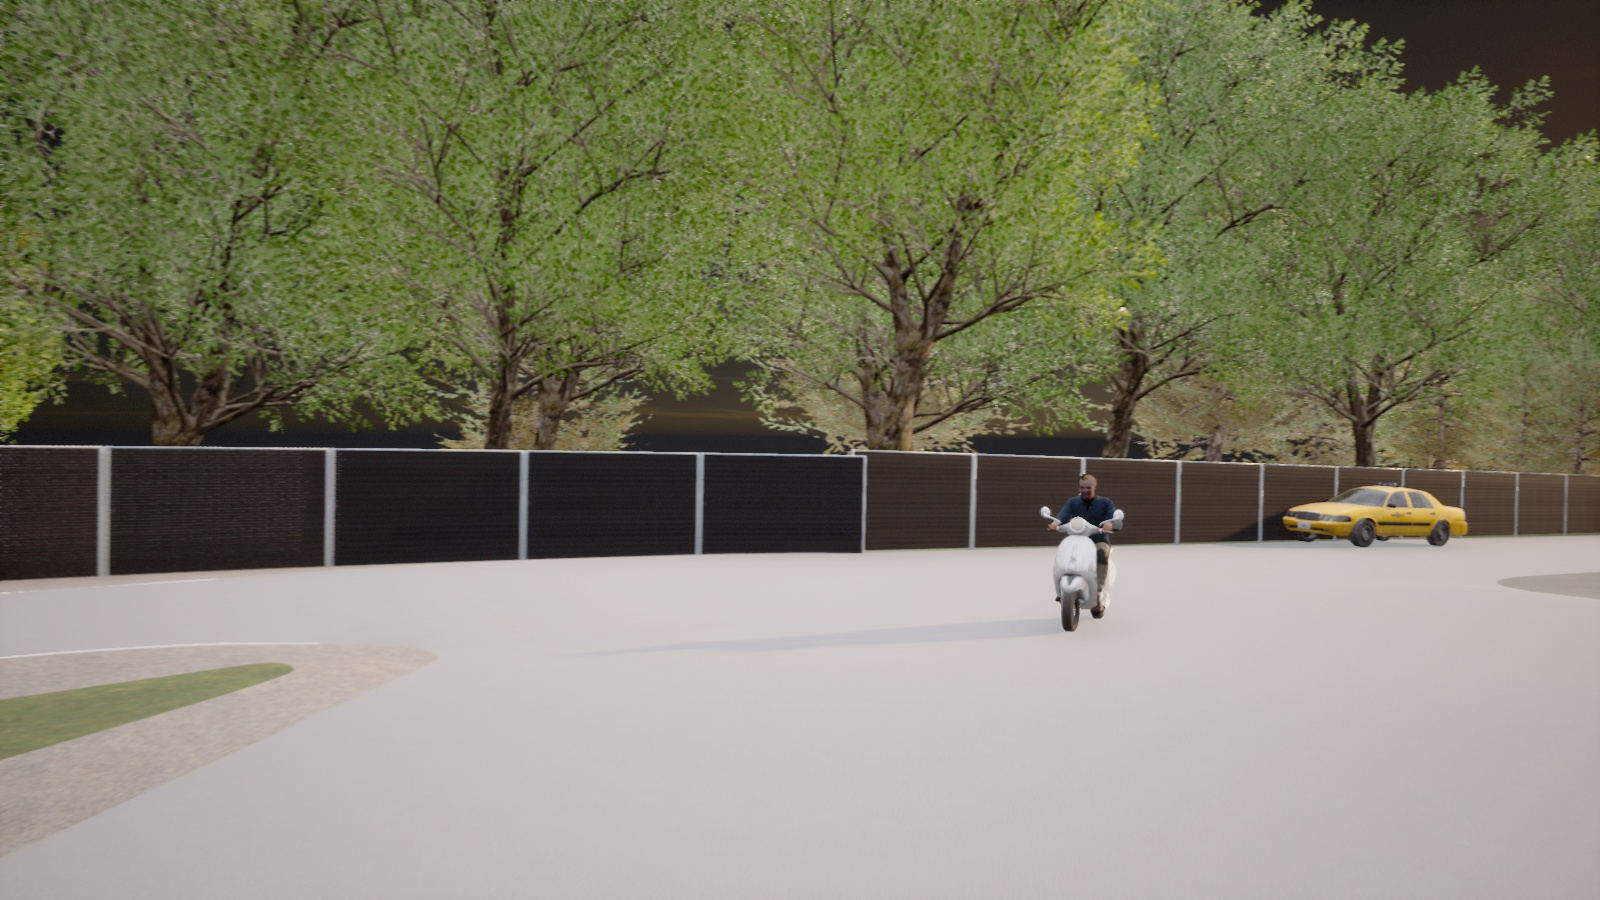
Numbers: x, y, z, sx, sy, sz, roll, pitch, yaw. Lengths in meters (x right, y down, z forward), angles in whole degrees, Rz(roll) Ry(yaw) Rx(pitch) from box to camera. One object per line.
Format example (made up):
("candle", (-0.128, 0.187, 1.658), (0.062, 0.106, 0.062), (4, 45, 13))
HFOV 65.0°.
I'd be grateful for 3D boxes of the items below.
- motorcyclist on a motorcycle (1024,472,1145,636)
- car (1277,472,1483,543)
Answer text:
("motorcyclist on a motorcycle", (3.029, 1.033, 13.253), (0.866, 1.590, 1.817), (0, -1, 25))
("car", (14.547, 1.436, 31.402), (5.366, 1.575, 1.801), (2, 1, -30))
